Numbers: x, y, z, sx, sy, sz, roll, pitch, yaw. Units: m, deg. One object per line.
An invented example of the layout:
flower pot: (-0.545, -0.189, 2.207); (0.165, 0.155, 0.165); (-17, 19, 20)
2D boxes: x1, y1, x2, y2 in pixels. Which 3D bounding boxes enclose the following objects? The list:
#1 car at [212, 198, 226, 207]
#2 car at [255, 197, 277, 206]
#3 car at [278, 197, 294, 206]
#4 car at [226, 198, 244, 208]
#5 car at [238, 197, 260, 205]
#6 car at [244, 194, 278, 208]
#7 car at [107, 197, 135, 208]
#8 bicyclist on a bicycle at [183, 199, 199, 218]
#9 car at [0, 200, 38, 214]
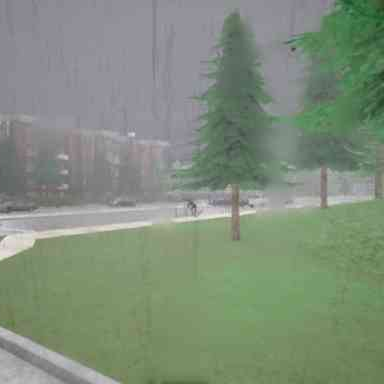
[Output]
car: (5.175, 1.647, 54.832); (1.882, 1.535, 5.008); (0, 0, 35)
car: (13.683, 1.696, 60.965); (2.033, 1.411, 5.357); (0, 0, 35)
car: (16.570, 1.653, 58.986); (1.812, 1.442, 4.674); (0, 0, 35)
car: (7.881, 1.639, 52.599); (2.128, 1.511, 4.902); (0, 0, 36)
car: (10.817, 1.717, 62.973); (2.033, 1.411, 5.357); (0, 0, 35)
car: (10.457, 1.348, 50.189); (2.150, 2.045, 5.566); (0, 0, 36)
car: (-11.057, 1.591, 51.944); (2.097, 1.767, 4.553); (0, 0, 35)
bicyclist on a bicycle: (-0.099, 1.389, 28.117); (1.656, 1.620, 0.582); (-1, 0, 35)
car: (-20.433, 1.729, 38.586); (2.128, 1.511, 4.902); (0, 0, 35)
